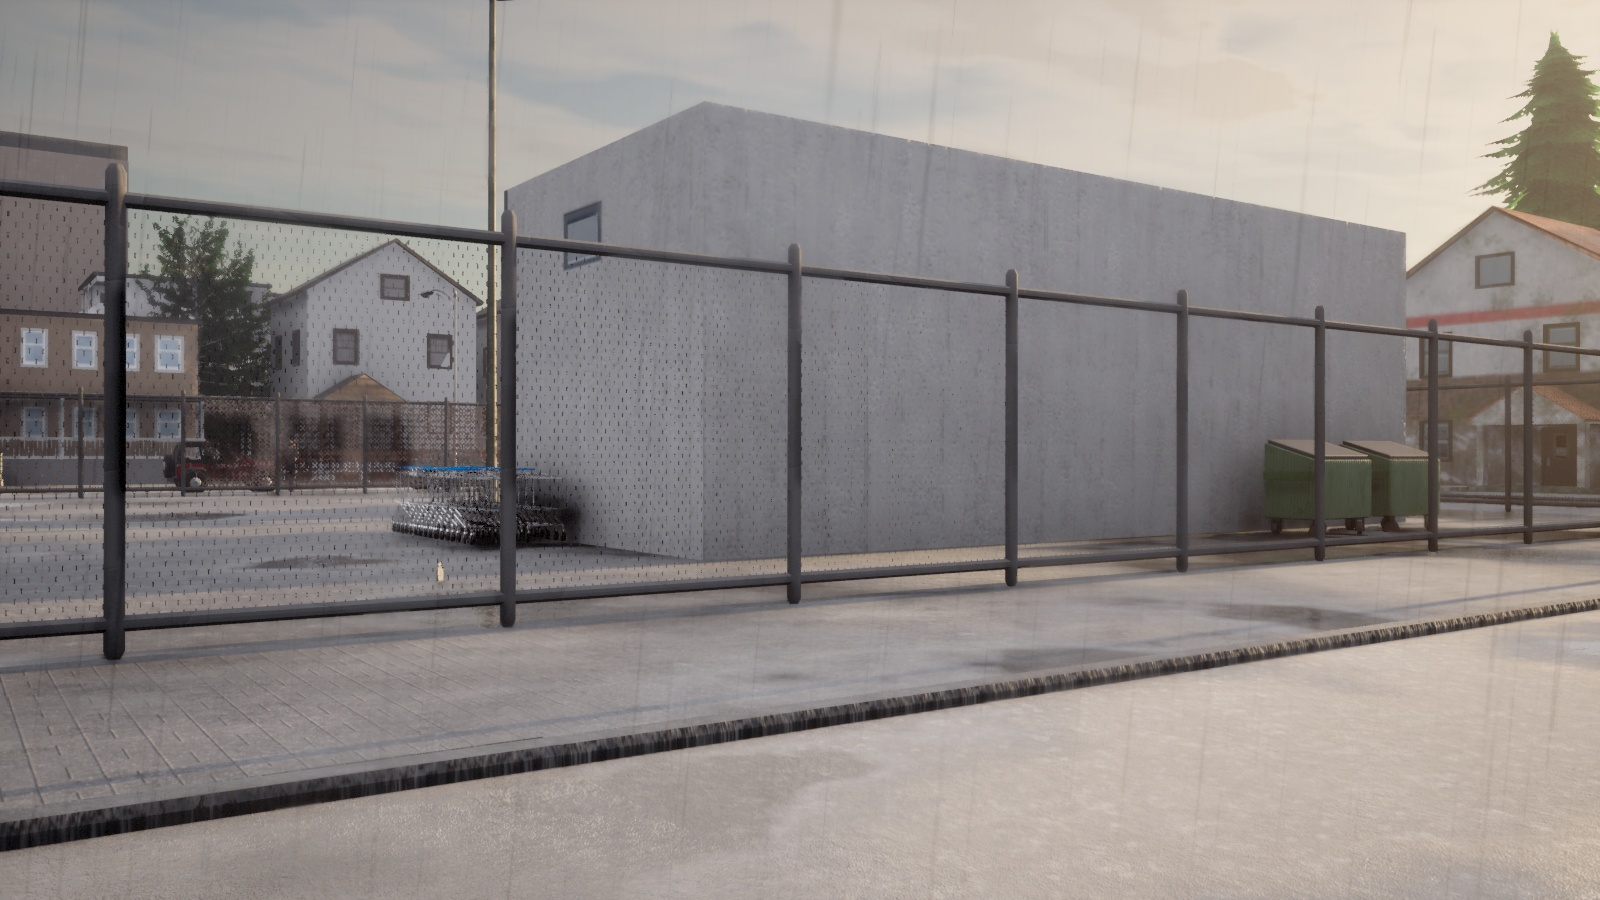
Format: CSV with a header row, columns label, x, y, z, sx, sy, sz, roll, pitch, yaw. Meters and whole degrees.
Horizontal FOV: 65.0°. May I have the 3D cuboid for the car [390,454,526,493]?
label,x,y,z,sx,sy,sz,roll,pitch,yaw
car,-13.605,0.901,50.073,4.892,1.490,1.837,0,0,-33

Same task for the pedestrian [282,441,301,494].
label,x,y,z,sx,sy,sz,roll,pitch,yaw
pedestrian,-17.737,0.592,43.811,0.354,1.836,0.706,0,0,1

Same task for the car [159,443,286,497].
label,x,y,z,sx,sy,sz,roll,pitch,yaw
car,-20.718,0.695,45.078,3.866,1.878,1.905,0,0,-34
